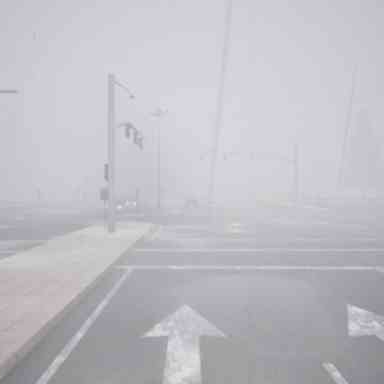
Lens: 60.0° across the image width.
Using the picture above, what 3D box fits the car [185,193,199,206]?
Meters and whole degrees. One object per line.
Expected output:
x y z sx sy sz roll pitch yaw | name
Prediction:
-0.010 1.250 48.741 1.812 1.442 4.674 0 0 0 | car

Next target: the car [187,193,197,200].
-0.015 0.970 74.174 1.994 1.385 4.181 0 0 0 | car

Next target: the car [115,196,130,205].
-11.551 1.304 52.407 1.895 1.301 4.718 0 0 1 | car

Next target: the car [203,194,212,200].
3.485 1.013 74.207 1.895 1.301 4.718 0 0 0 | car

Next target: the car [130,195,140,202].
-11.513 1.232 65.185 1.895 1.301 4.718 0 0 0 | car
